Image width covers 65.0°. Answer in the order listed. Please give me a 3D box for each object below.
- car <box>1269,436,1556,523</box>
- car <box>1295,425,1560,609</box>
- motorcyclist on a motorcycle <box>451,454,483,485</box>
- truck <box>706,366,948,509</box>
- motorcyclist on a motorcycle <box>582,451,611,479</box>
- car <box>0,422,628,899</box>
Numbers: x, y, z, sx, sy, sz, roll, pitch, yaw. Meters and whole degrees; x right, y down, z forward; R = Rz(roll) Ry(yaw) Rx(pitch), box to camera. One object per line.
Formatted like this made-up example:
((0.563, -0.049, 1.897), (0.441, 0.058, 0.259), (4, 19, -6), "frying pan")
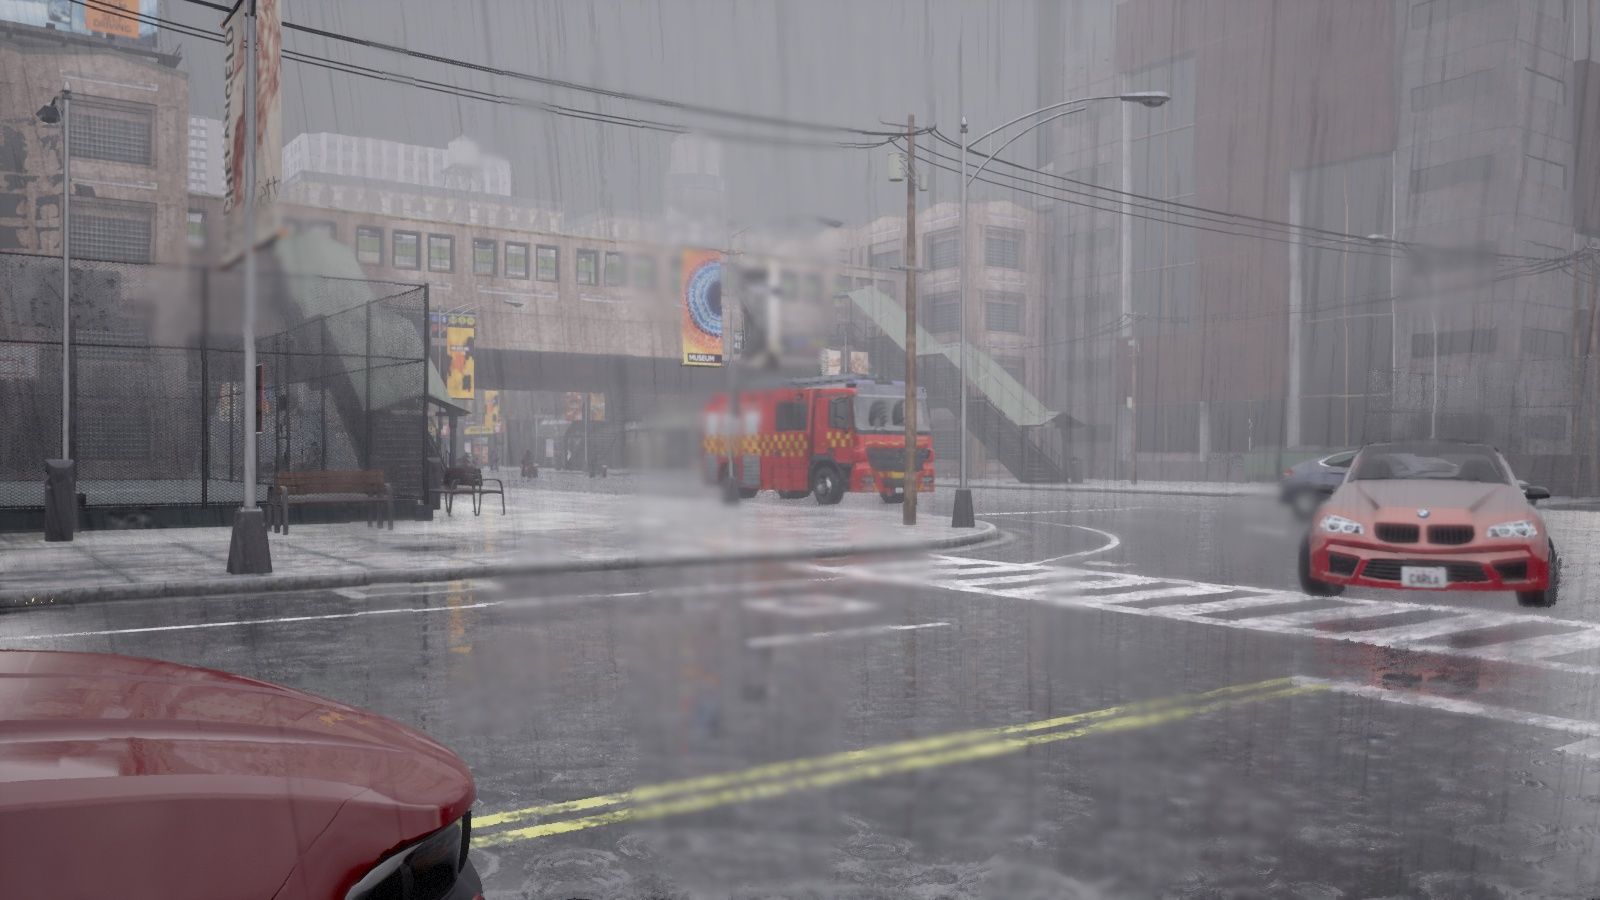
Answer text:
((12.779, 0.561, 26.532), (2.152, 1.651, 5.027), (0, 0, -35), "car")
((6.950, 0.608, 13.908), (2.242, 1.667, 4.611), (0, 0, 28), "car")
((-16.734, 0.970, 63.100), (0.866, 1.530, 2.191), (0, 0, -34), "motorcyclist on a motorcycle")
((0.552, -0.328, 38.031), (2.891, 3.827, 8.468), (0, 0, -35), "truck")
((-12.192, 0.905, 75.078), (0.766, 1.649, 2.350), (0, 0, -35), "motorcyclist on a motorcycle")
((-2.898, 0.733, 1.605), (5.008, 1.535, 1.882), (0, 0, -36), "car")
